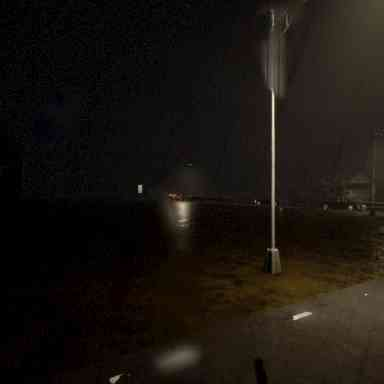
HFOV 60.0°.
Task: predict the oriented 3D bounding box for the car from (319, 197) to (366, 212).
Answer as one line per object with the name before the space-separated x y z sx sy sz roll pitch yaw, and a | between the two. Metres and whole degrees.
car | 16.303 1.292 36.124 1.837 1.490 4.892 2 0 -35

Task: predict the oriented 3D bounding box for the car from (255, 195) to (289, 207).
car | 10.547 1.177 44.238 1.837 1.490 4.892 2 0 -35

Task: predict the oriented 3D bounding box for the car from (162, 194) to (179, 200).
car | -4.727 1.122 72.068 1.895 1.301 4.718 2 -1 -35

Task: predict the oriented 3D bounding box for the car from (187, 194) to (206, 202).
car | 1.267 1.136 63.697 2.033 1.411 5.357 2 -1 -35

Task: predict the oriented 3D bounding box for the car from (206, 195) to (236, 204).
car | 4.776 1.174 52.381 1.895 1.301 4.718 2 -1 -35
